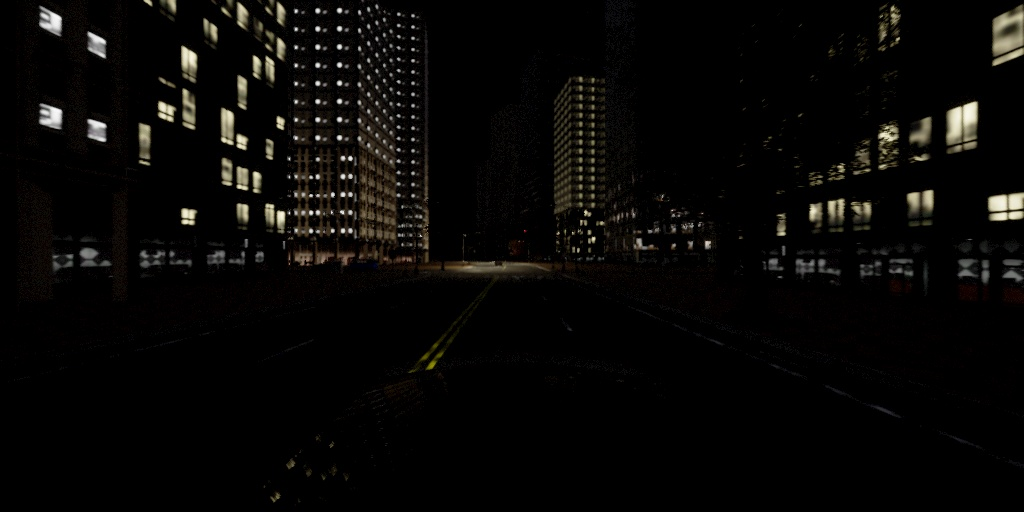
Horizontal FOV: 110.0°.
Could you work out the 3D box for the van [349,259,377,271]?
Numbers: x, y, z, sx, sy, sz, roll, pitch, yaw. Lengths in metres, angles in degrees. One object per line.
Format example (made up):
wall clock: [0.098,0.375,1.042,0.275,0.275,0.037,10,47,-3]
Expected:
van: [-22.647,1.360,54.601,3.998,1.789,1.690,0,0,1]

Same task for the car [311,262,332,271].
car: [-28.185,1.540,54.649,4.507,1.381,1.888,0,0,1]
